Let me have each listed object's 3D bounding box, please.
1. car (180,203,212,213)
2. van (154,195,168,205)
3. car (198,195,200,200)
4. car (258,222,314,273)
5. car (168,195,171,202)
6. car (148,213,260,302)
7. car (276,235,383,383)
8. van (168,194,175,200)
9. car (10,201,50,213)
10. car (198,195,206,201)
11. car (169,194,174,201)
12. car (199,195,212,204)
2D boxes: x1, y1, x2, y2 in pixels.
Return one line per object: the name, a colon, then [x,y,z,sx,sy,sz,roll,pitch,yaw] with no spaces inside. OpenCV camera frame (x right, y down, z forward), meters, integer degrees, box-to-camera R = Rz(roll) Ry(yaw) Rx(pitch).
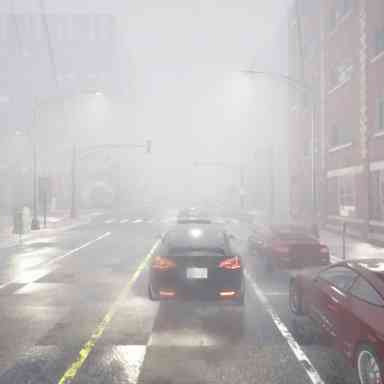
car: [0.086,1.552,17.608,2.033,1.411,5.357,0,0,-1]
van: [-5.727,1.359,59.576,1.690,1.788,3.998,1,0,0]
car: [2.630,1.573,82.155,1.887,1.381,4.507,1,0,0]
car: [2.828,1.585,10.291,1.802,1.307,4.206,1,0,0]
car: [-5.736,1.602,65.228,1.802,1.307,4.206,1,0,0]
car: [0.093,1.506,8.336,2.163,1.488,4.792,0,0,0]
car: [2.663,1.583,4.635,1.802,1.307,4.206,1,0,0]
van: [-5.756,1.376,93.490,1.690,1.788,3.998,1,0,0]
car: [-18.744,1.730,38.655,4.313,1.339,1.947,0,-1,0]
car: [2.625,1.597,87.806,1.947,1.339,4.313,1,0,0]
car: [-5.746,1.607,76.533,1.802,1.307,4.206,1,0,0]
car: [2.650,1.544,59.715,1.752,1.417,4.829,1,0,0]
